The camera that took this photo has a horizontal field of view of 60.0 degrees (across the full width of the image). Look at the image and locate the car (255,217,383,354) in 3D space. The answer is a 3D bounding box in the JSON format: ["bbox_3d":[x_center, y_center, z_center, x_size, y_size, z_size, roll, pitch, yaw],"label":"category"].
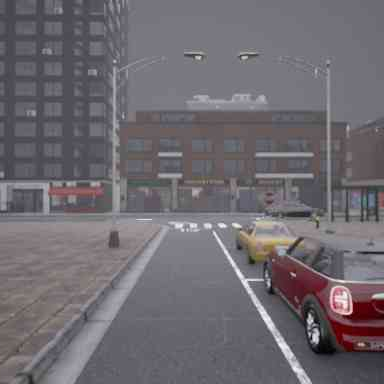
[{"bbox_3d":[2.612,1.469,6.156,1.967,1.590,4.097,0,0,0],"label":"car"}]

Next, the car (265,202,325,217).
[{"bbox_3d":[8.510,1.591,27.763,4.902,1.511,2.128,0,-1,0],"label":"car"}]

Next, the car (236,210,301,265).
[{"bbox_3d":[2.581,1.581,11.763,1.752,1.417,4.829,0,0,0],"label":"car"}]
